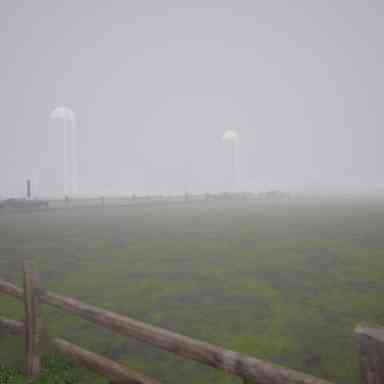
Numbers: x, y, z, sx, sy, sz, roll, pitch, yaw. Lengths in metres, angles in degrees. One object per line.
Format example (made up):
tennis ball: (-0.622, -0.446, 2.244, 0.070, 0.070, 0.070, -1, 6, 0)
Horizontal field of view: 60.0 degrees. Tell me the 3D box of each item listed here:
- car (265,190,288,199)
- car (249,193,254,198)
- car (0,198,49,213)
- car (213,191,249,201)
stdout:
car: (14.606, 0.381, 57.315, 4.892, 1.490, 1.837, -1, 0, -40)
car: (8.134, 0.570, 55.479, 5.357, 1.411, 2.033, -1, 0, -40)
car: (-16.136, 1.217, 31.463, 4.718, 1.301, 1.895, -1, 0, -40)
car: (5.501, 0.641, 49.624, 5.357, 1.411, 2.033, -1, 0, -40)
